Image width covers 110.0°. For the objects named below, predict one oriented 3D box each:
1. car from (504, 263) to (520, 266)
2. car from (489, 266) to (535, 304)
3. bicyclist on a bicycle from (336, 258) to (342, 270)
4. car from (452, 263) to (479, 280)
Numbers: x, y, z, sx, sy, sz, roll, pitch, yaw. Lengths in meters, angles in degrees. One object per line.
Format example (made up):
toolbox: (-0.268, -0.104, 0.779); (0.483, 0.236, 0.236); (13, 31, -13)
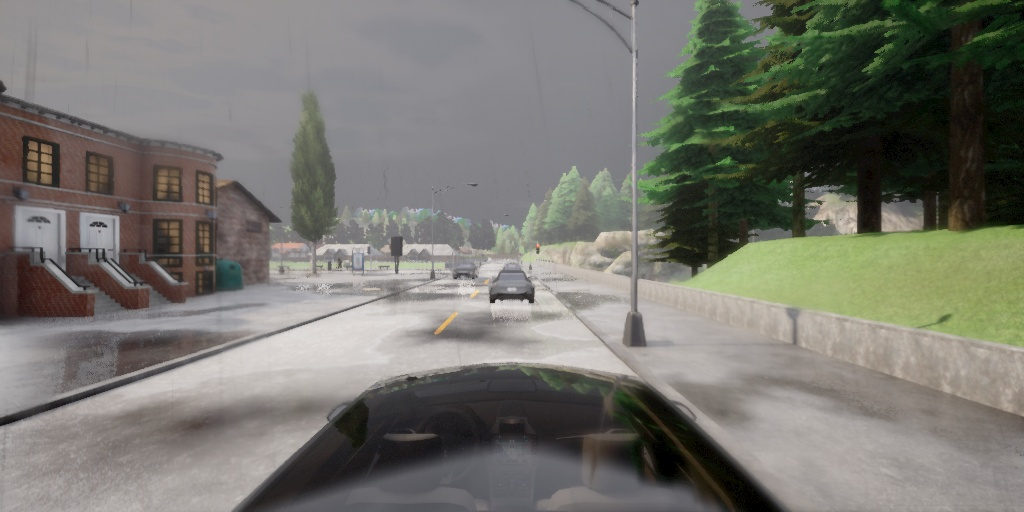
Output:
car: (0.000, 1.312, 31.500); (2.033, 1.411, 5.357); (0, 0, 0)
car: (0.000, 1.321, 16.500); (1.994, 1.385, 4.181); (0, 0, 0)
bicyclist on a bicycle: (-24.114, 1.097, 50.076); (0.582, 1.620, 1.656); (0, 0, 0)
car: (-4.000, 1.351, 31.790); (2.033, 1.411, 5.357); (0, 0, 0)
